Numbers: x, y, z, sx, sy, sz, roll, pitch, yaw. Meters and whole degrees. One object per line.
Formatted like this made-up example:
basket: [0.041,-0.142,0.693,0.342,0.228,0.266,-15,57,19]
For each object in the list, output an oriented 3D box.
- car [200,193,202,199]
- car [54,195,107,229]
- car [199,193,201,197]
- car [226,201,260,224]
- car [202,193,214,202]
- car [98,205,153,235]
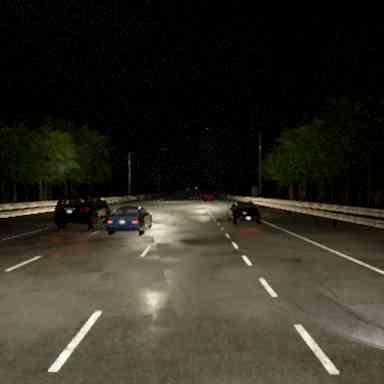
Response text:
car: [3.687,1.392,82.614,1.837,1.490,4.892,0,0,0]
car: [-6.851,1.170,21.273,2.150,2.045,5.566,0,0,0]
car: [3.711,1.296,93.613,2.033,1.649,4.856,0,0,0]
car: [3.654,1.445,23.938,1.837,1.490,4.892,0,0,0]
car: [3.662,1.382,71.614,1.882,1.535,5.008,0,0,0]
car: [-3.359,1.499,18.565,2.033,1.411,5.357,0,0,0]
